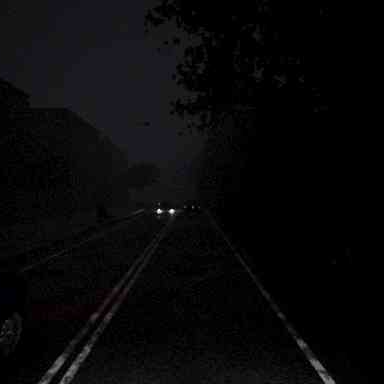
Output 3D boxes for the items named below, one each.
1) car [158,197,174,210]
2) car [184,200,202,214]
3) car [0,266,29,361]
[{"bbox_3d":[-3.346,1.465,43.591,1.882,1.535,5.008,0,0,0],"label":"car"},{"bbox_3d":[0.095,1.540,34.929,2.033,1.411,5.357,0,0,0],"label":"car"},{"bbox_3d":[-3.338,1.527,3.218,1.812,1.442,4.674,0,0,0],"label":"car"}]
